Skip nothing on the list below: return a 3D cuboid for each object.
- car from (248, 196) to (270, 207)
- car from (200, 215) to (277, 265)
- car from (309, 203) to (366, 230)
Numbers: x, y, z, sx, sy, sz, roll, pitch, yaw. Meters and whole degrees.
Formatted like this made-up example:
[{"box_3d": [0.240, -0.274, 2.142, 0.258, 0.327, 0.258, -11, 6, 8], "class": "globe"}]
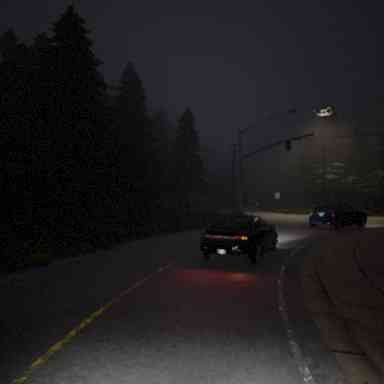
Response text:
[{"box_3d": [13.024, 1.860, 63.999, 2.150, 2.045, 5.566, -1, -1, 40], "class": "car"}, {"box_3d": [1.888, 1.612, 12.319, 2.128, 1.511, 4.902, 0, 0, 24], "class": "car"}, {"box_3d": [10.258, 1.575, 23.296, 4.553, 1.767, 2.097, 1, -1, -37], "class": "car"}]
